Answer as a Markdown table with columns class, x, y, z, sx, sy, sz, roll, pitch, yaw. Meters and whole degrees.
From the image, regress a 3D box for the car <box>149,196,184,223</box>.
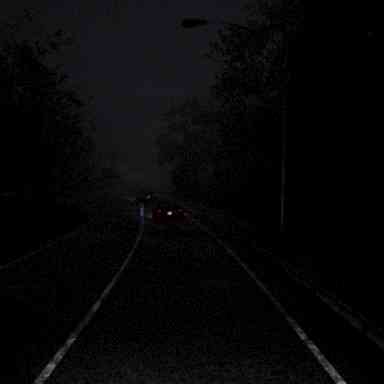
| class | x | y | z | sx | sy | sz | roll | pitch | yaw |
| --- | --- | --- | --- | --- | --- | --- | --- | --- | --- |
| car | -1.724 | 1.263 | 23.079 | 1.994 | 1.385 | 4.181 | -1 | 2 | -9 |

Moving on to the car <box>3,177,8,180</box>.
| class | x | y | z | sx | sy | sz | roll | pitch | yaw |
| --- | --- | --- | --- | --- | --- | --- | --- | --- | --- |
| car | -44.679 | -3.089 | 76.840 | 1.882 | 1.535 | 5.008 | 2 | 5 | 24 |

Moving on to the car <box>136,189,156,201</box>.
| class | x | y | z | sx | sy | sz | roll | pitch | yaw |
| --- | --- | --- | --- | --- | --- | --- | --- | --- | --- |
| car | -5.518 | 0.381 | 39.690 | 1.994 | 1.385 | 4.181 | -2 | 5 | -17 |
